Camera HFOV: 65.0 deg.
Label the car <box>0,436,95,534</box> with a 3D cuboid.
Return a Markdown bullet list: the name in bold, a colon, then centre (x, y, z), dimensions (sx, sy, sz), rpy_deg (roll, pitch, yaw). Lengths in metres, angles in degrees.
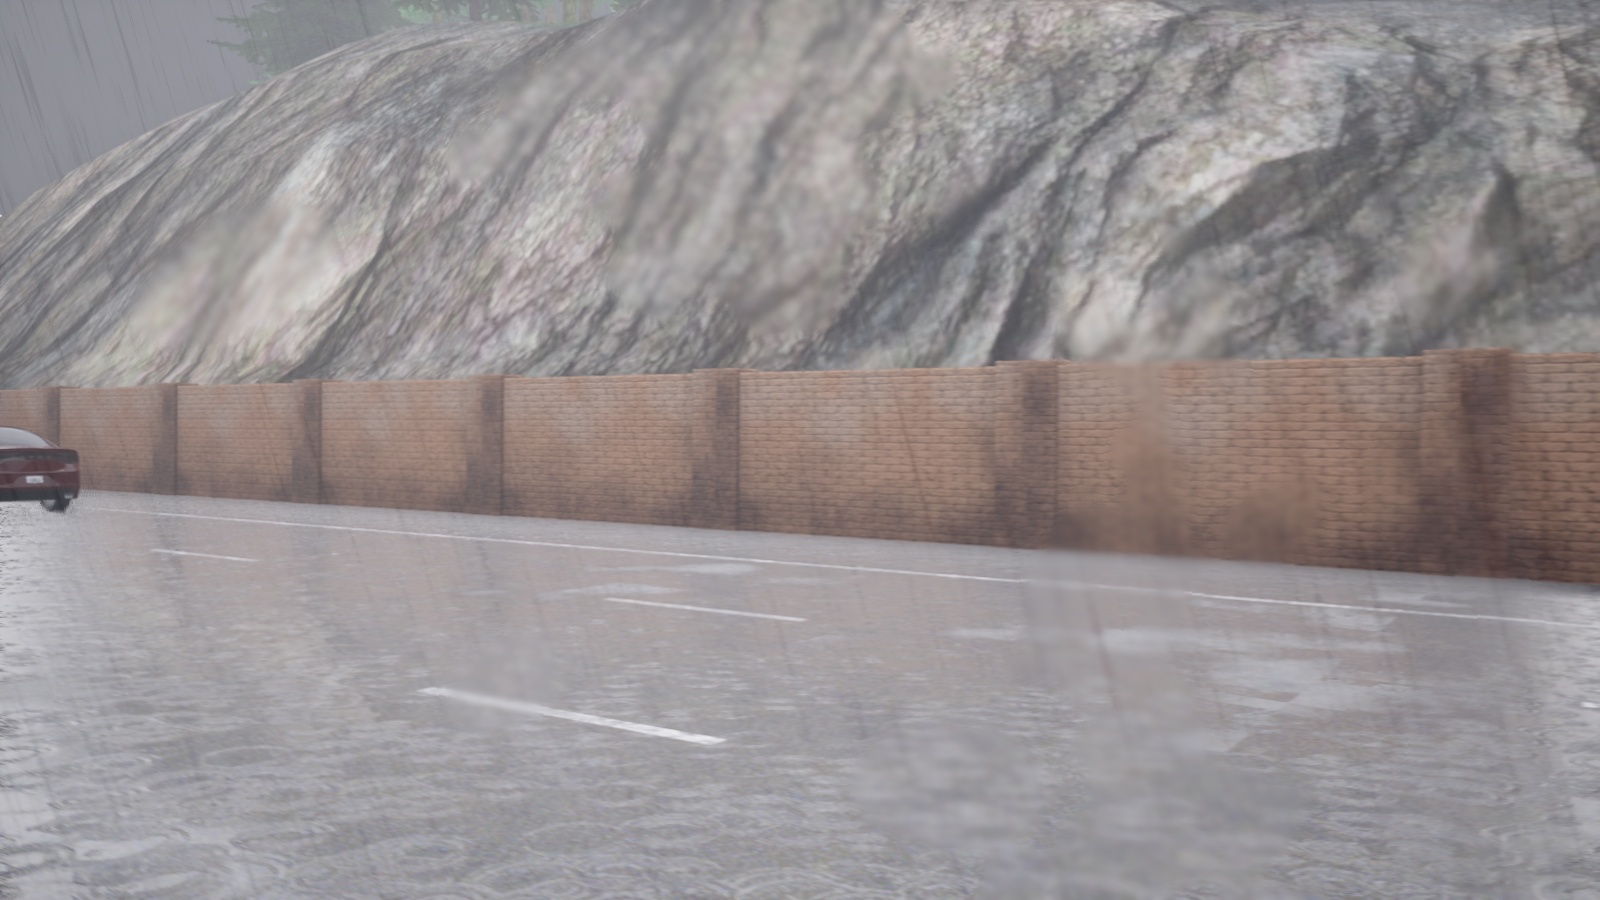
- **car**: centre (-14.398, 0.545, 21.588), dimensions (5.008, 1.535, 1.882), rpy_deg (0, 1, 34)
